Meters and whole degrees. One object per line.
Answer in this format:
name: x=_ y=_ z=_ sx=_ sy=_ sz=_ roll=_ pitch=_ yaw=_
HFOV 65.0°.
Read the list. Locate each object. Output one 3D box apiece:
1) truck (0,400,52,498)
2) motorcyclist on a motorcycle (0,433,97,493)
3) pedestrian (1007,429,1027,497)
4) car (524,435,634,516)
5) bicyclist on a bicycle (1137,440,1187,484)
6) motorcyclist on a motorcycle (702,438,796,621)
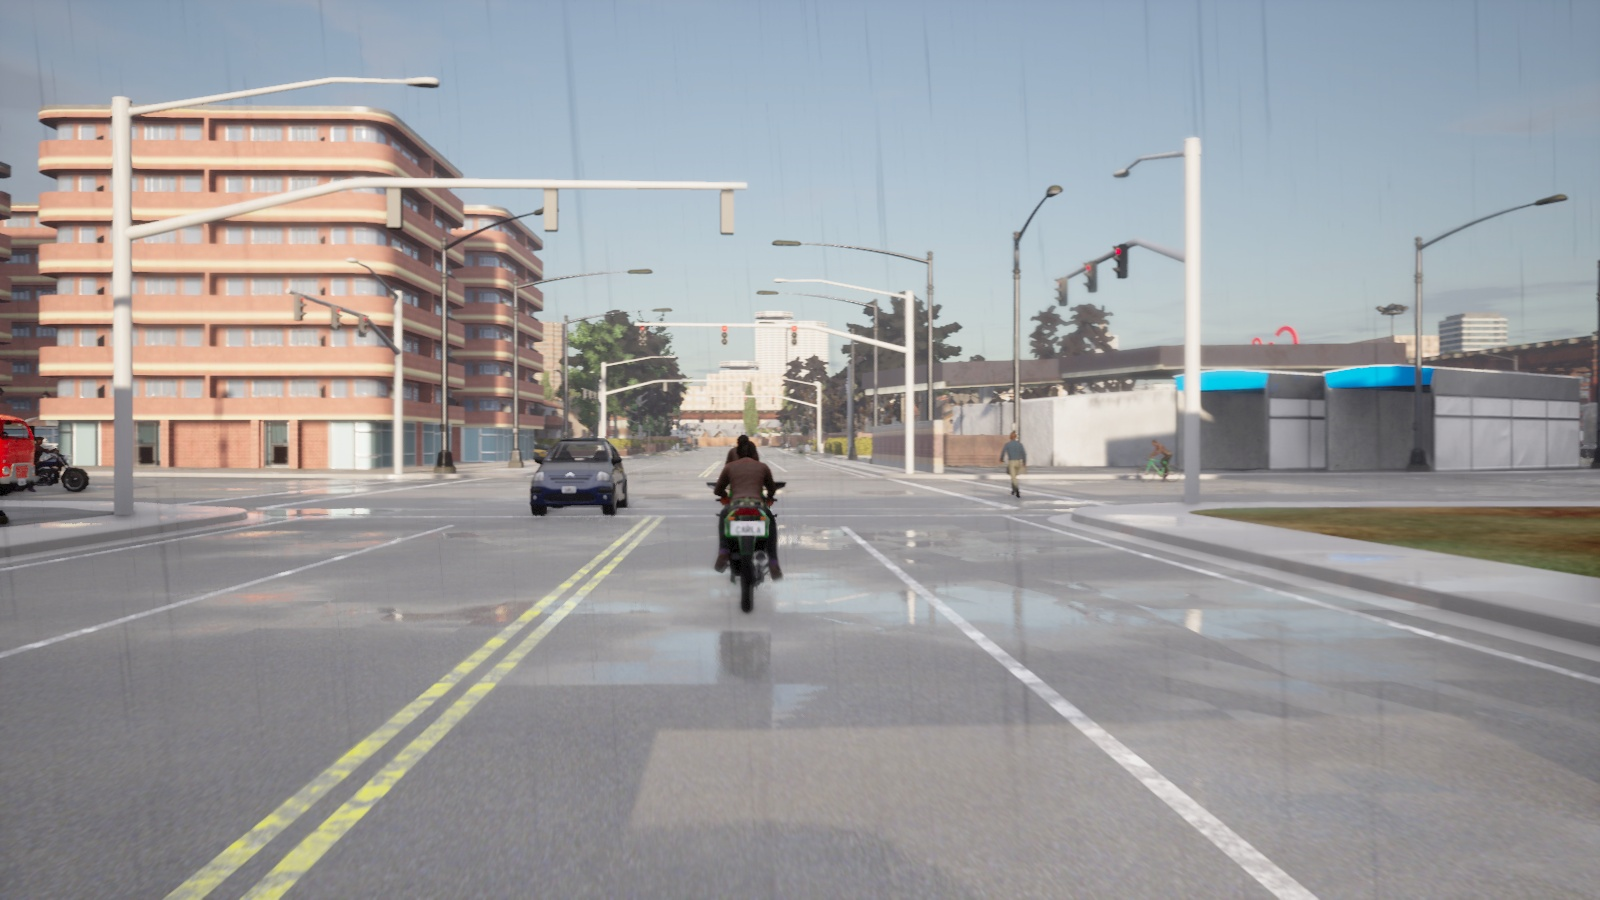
truck: x=-22.732 y=-0.064 z=32.448 sx=5.204 sy=2.467 sz=2.627 roll=1 pitch=0 yaw=-2
motorcyclist on a motorcycle: x=-21.530 y=0.367 z=35.923 sx=2.350 sy=1.649 sz=0.766 roll=1 pitch=0 yaw=-3
pedestrian: x=5.867 y=0.351 z=34.004 sx=0.370 sy=1.835 sz=0.726 roll=0 pitch=0 yaw=-5
car: x=-4.685 y=0.491 z=27.108 sx=1.851 sy=1.617 sz=3.988 roll=0 pitch=0 yaw=-3
bicyclist on a bicycle: x=13.469 y=0.439 z=46.737 sx=1.656 sy=1.620 sz=0.582 roll=0 pitch=0 yaw=-2
motorcyclist on a motorcycle: x=-0.478 y=0.665 z=11.707 sx=0.797 sy=1.523 sz=2.044 roll=0 pitch=2 yaw=-3
